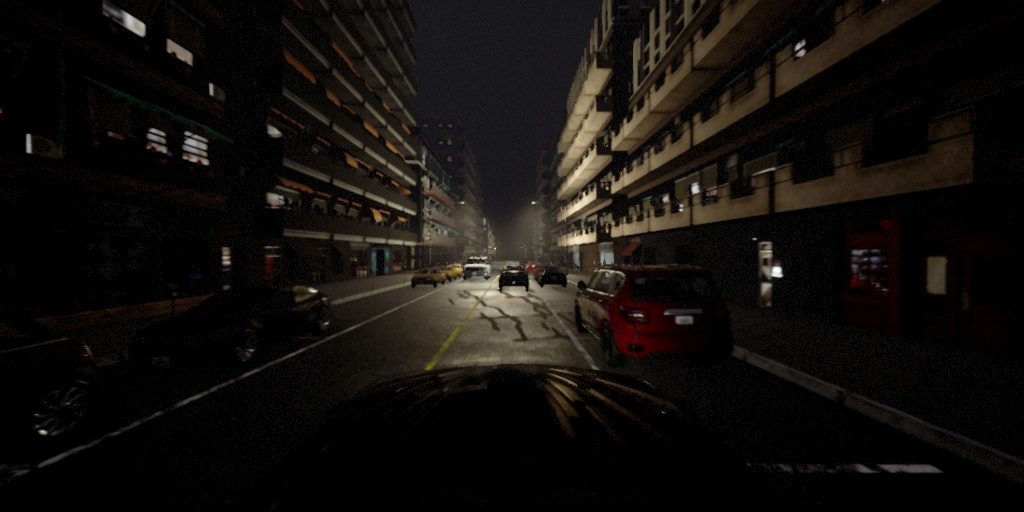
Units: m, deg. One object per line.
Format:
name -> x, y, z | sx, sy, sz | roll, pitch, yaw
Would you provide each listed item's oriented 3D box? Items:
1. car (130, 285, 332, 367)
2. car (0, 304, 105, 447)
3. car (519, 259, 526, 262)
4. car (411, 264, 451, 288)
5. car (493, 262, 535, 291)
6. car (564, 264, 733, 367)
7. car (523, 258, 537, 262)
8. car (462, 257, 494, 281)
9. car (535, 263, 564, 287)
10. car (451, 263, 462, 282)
car -> -5.686, 1.339, 7.994 | 1.948, 1.339, 4.313 | 0, 0, 0
car -> -5.690, 1.192, 2.330 | 1.967, 1.591, 4.097 | 0, 0, 0
car -> 0.095, 1.374, 37.369 | 2.128, 1.511, 4.902 | 0, 0, 0
car -> -5.676, 1.361, 24.816 | 1.751, 1.417, 4.829 | 0, 0, 0
car -> 0.112, 1.319, 22.816 | 2.128, 1.511, 4.902 | 0, 0, 0
car -> 2.694, 1.087, 7.957 | 2.192, 1.841, 5.009 | 0, 0, 0
car -> 2.718, 1.360, 47.603 | 1.967, 1.591, 4.097 | 0, 0, 0
car -> -3.060, 1.083, 32.046 | 2.150, 2.045, 5.566 | 0, 0, 0
car -> 2.704, 1.401, 24.948 | 1.948, 1.339, 4.313 | 0, 0, 0
car -> -5.673, 1.382, 30.480 | 1.751, 1.417, 4.829 | 0, 0, 0
